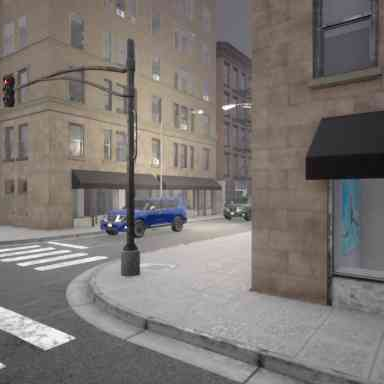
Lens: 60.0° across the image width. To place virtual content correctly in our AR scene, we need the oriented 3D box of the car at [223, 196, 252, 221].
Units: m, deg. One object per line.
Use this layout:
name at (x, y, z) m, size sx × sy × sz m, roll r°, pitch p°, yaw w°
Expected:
car at (4.878, 1.389, 29.253) m, size 2.150 × 2.045 × 5.566 m, roll 0°, pitch 0°, yaw 36°

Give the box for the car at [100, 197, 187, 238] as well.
car at (-2.506, 1.316, 18.855) m, size 2.150 × 2.045 × 5.566 m, roll 0°, pitch 0°, yaw 35°
